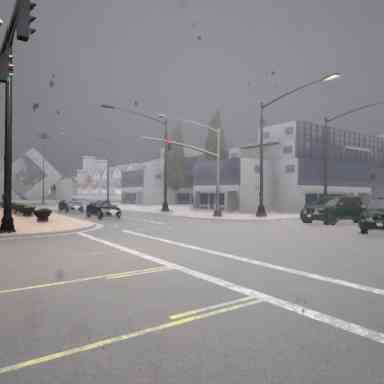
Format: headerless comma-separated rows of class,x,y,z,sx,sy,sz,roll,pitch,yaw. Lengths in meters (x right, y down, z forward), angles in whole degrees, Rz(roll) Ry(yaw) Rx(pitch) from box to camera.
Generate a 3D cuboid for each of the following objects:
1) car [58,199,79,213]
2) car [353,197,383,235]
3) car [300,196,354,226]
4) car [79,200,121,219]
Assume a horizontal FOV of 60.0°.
car,-13.651,1.499,37.373,2.128,1.511,4.902,1,0,-35
car,11.217,1.328,19.142,2.150,2.045,5.566,-1,-1,37
car,10.550,1.351,24.688,5.566,2.045,2.150,1,0,-31
car,-7.749,1.501,28.899,2.128,1.511,4.902,1,0,-35
